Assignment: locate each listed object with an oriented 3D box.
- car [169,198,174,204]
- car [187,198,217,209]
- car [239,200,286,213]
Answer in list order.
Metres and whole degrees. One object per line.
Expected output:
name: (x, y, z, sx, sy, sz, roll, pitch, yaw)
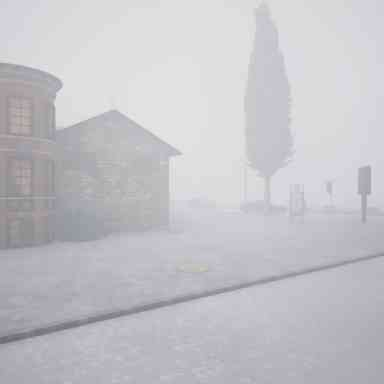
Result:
car: (-5.334, 1.601, 60.937, 1.895, 1.301, 4.718, 0, 0, -35)
car: (1.307, 1.492, 44.432, 2.128, 1.511, 4.902, 0, 0, -35)
car: (7.437, 1.547, 35.842, 2.033, 1.411, 5.357, 0, 0, -36)
